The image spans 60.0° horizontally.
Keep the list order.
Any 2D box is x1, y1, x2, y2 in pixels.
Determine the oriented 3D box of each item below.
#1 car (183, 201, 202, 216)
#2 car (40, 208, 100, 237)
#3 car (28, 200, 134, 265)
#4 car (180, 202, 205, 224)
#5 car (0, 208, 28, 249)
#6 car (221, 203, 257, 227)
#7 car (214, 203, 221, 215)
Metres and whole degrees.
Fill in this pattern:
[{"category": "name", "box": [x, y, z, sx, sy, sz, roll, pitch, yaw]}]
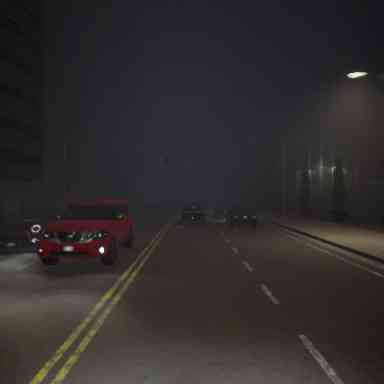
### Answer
[{"category": "car", "box": [0.053, 1.846, 38.253, 2.033, 1.411, 5.357, 0, 0, 0]}, {"category": "car", "box": [-7.063, 1.719, 19.784, 1.994, 1.385, 4.181, 0, 0, 0]}, {"category": "car", "box": [-3.588, 1.322, 12.399, 2.150, 2.045, 5.566, 0, -1, 0]}, {"category": "car", "box": [0.062, 1.702, 26.904, 2.128, 1.511, 4.902, 0, 0, 0]}, {"category": "car", "box": [-7.003, 1.471, 15.125, 2.097, 1.767, 4.553, 0, 0, 0]}, {"category": "car", "box": [3.560, 1.741, 24.725, 2.033, 1.411, 5.357, 0, 0, 0]}, {"category": "car", "box": [3.554, 1.897, 37.986, 1.895, 1.301, 4.718, 0, 0, 0]}]
